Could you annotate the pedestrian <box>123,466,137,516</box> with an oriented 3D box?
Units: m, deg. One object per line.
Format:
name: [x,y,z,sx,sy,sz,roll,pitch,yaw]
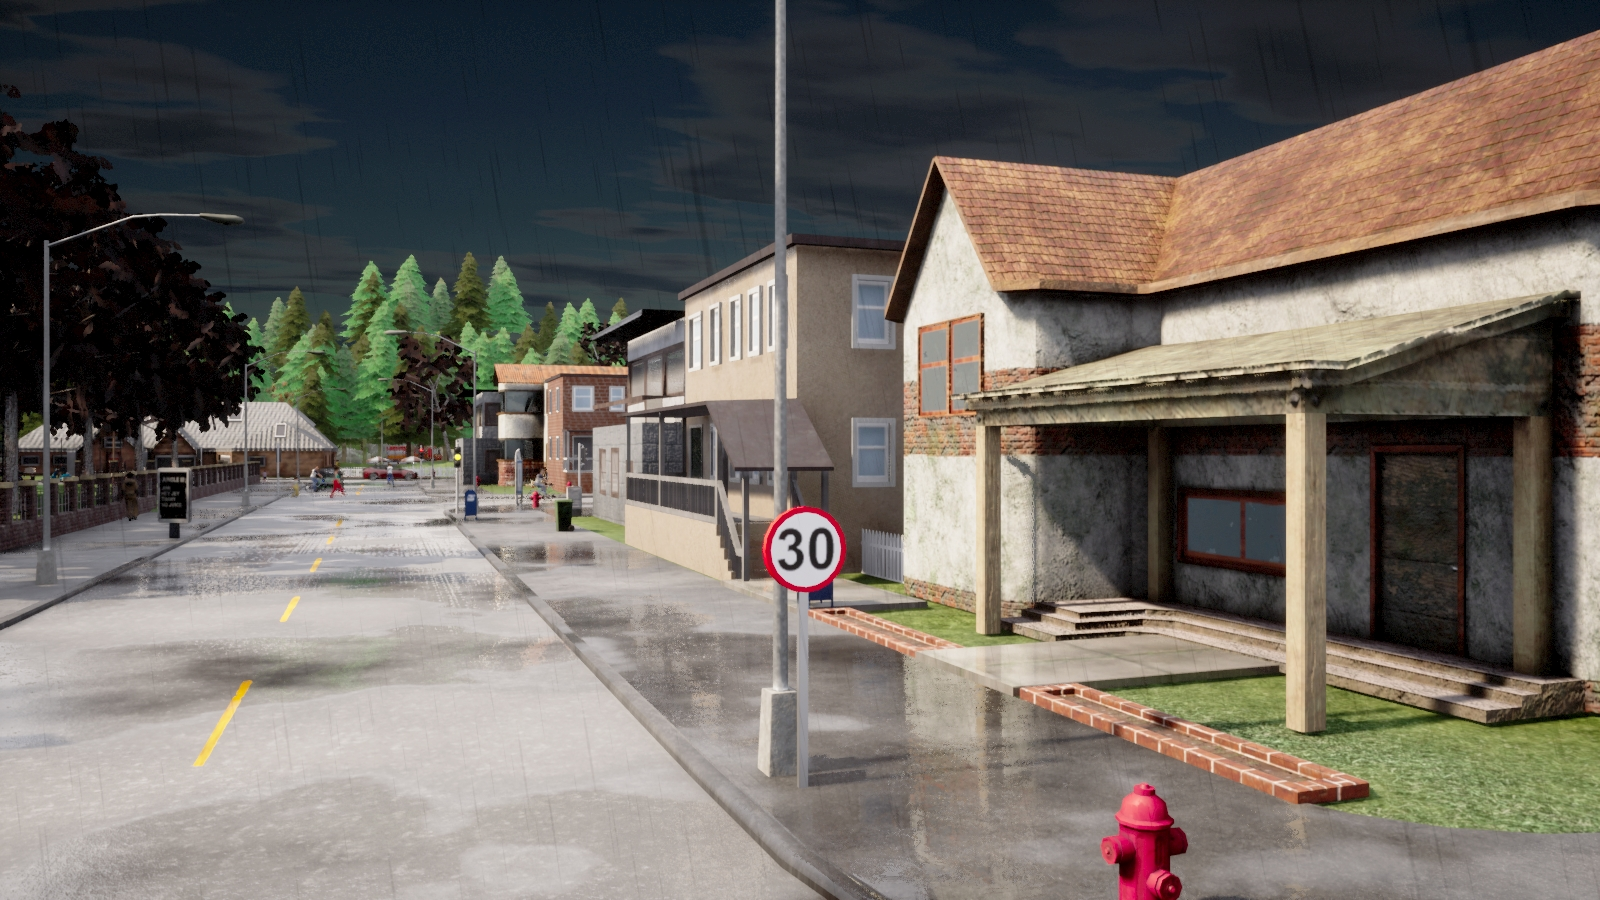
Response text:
pedestrian: [-25.041,1.525,42.688,0.375,1.860,0.375,0,0,-20]

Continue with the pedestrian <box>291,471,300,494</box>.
pedestrian: [-29.595,1.908,66.986,0.375,1.300,0.375,0,0,2]

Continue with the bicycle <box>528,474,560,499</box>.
bicycle: [-13.649,1.936,60.900,1.643,1.296,0.373,0,-1,-12]

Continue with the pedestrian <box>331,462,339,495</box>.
pedestrian: [-26.571,1.628,65.276,0.375,1.860,0.375,0,0,-23]
